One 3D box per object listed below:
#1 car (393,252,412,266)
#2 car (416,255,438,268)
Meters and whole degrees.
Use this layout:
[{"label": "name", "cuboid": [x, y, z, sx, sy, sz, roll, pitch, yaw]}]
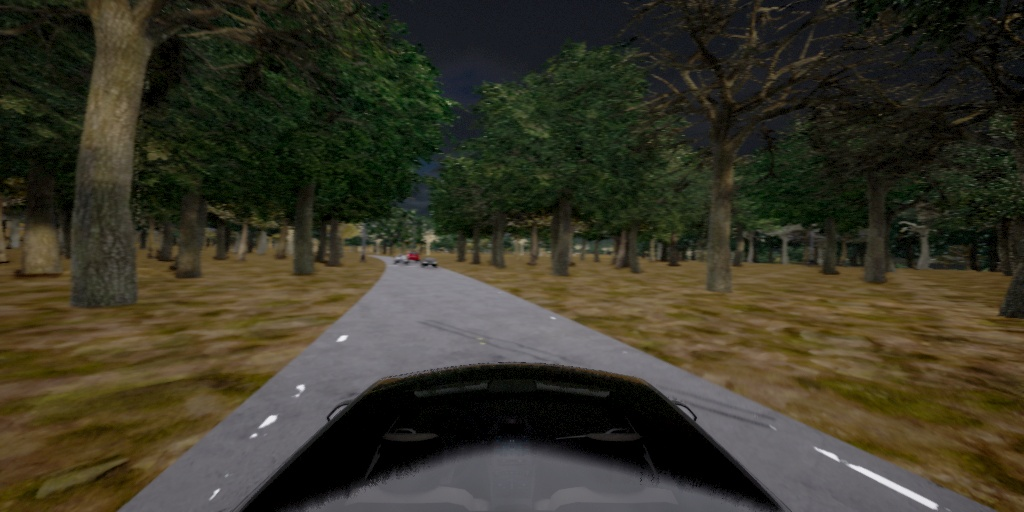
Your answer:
[{"label": "car", "cuboid": [-15.382, 0.533, 49.847, 1.812, 1.442, 4.674, 3, 0, -20]}, {"label": "car", "cuboid": [-10.882, 0.846, 46.583, 1.895, 1.301, 4.718, 3, 0, -19]}]
